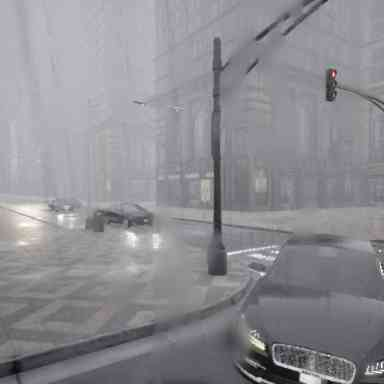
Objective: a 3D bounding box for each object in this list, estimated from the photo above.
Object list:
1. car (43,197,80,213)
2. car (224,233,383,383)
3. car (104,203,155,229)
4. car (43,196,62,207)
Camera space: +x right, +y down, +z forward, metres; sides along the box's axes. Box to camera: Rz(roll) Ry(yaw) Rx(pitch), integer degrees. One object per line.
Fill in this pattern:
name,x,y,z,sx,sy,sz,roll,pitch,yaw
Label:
car,-14.137,1.456,35.856,2.128,1.511,4.902,0,0,-35
car,2.149,1.505,5.283,1.837,1.490,4.892,4,2,25
car,-4.205,1.469,21.900,1.882,1.535,5.008,0,0,-35
car,-21.957,1.446,52.133,1.812,1.442,4.674,0,0,-35
